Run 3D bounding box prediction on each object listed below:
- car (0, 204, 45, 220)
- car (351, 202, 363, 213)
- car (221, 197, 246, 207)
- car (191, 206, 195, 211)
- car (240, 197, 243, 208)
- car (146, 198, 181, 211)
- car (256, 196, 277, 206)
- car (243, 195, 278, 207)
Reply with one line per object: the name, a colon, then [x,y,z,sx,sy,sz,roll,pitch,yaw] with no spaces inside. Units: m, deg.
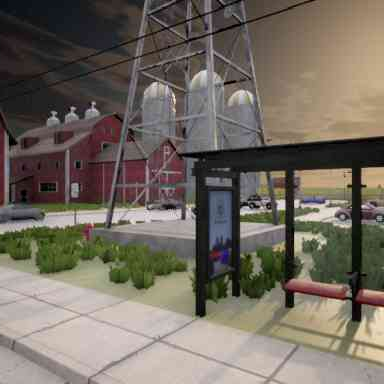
car: [-13.087,1.563,24.497,1.994,1.385,4.181,0,0,34]
car: [13.151,1.521,25.558,3.905,1.438,1.784,0,0,35]
car: [6.707,1.542,53.190,1.837,1.490,4.892,0,0,34]
car: [1.902,1.505,31.913,4.193,1.474,1.816,0,0,35]
car: [6.848,1.547,47.121,2.033,1.411,5.357,0,0,35]
car: [-3.257,1.491,38.825,2.128,1.511,4.902,0,0,35]
car: [12.421,1.505,55.335,1.837,1.490,4.892,0,0,34]
car: [9.122,1.313,43.313,3.866,1.878,1.905,0,0,35]
